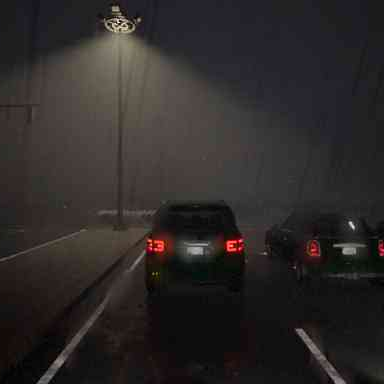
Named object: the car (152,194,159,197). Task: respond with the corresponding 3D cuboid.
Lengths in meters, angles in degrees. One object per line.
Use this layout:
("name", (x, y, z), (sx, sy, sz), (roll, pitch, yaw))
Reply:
("car", (-8.141, 1.547, 62.932), (2.033, 1.411, 5.357), (0, 0, 1))

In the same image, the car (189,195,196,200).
("car", (0.120, 1.595, 95.391), (1.895, 1.301, 4.718), (0, 0, 1))

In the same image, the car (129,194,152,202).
("car", (-8.166, 1.491, 53.185), (2.128, 1.511, 4.902), (0, 0, 0))

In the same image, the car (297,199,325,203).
("car", (11.466, 1.477, 33.122), (5.008, 1.535, 1.882), (0, 0, 7))

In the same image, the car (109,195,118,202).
("car", (-15.140, 1.601, 61.991), (1.895, 1.301, 4.718), (0, 0, 0))

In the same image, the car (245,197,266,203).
("car", (7.206, 1.352, 40.859), (2.097, 1.767, 4.553), (1, 0, -22))

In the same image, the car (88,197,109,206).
("car", (-15.162, 1.564, 53.238), (1.994, 1.385, 4.181), (0, 0, 0))

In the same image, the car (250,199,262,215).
("car", (2.957, 1.547, 28.956), (5.357, 1.411, 2.033), (0, 0, -2))

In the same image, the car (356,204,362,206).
("car", (20.317, 1.600, 36.063), (4.718, 1.301, 1.895), (0, 0, 1))

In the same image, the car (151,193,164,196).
("car", (-8.101, 1.225, 73.453), (2.150, 2.045, 5.566), (0, 0, 0))

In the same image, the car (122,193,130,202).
("car", (-15.099, 1.225, 71.887), (2.150, 2.045, 5.566), (0, 0, 0))

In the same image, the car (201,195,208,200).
("car", (3.623, 1.540, 95.489), (2.033, 1.411, 5.357), (0, 0, 1))

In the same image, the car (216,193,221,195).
("car", (6.906, 1.500, 74.084), (1.837, 1.490, 4.892), (0, 0, 0))

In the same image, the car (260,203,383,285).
("car", (3.566, 1.352, 9.645), (2.097, 1.767, 4.553), (0, 0, 0))

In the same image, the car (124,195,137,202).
("car", (-15.104, 1.525, 81.988), (2.128, 1.511, 4.902), (0, 0, 0))

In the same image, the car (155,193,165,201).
("car", (-8.085, 1.210, 84.225), (2.150, 2.045, 5.566), (0, 0, 0))

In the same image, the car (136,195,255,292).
("car", (0.067, 1.221, 9.075), (2.150, 2.045, 5.566), (0, 0, 0))

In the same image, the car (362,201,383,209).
("car", (7.066, 1.221, 8.772), (2.150, 2.045, 5.566), (0, 0, 0))

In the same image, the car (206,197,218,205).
("car", (3.507, 1.601, 58.672), (1.895, 1.301, 4.718), (0, 0, 0))

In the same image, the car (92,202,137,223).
("car", (-4.696, 1.601, 24.746), (4.718, 1.301, 1.895), (0, 0, -4))
